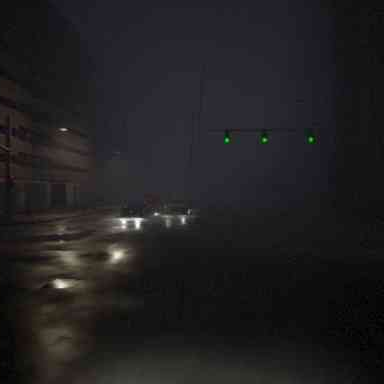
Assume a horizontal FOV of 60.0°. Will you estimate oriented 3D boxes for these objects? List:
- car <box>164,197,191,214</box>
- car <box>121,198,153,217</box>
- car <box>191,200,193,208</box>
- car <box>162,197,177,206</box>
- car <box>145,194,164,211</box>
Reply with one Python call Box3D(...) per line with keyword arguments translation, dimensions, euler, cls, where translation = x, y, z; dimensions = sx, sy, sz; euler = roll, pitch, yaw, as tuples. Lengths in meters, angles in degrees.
Box3D(translation=(-1.470, 1.478, 35.625), dimensions=(1.882, 1.535, 5.008), euler=(0, 0, 3), cls="car")
Box3D(translation=(-5.238, 1.564, 31.129), dimensions=(1.994, 1.385, 4.181), euler=(0, 0, 3), cls="car")
Box3D(translation=(-0.869, 1.547, 46.085), dimensions=(2.033, 1.411, 5.357), euler=(0, 0, 4), cls="car")
Box3D(translation=(-3.793, 1.565, 55.736), dimensions=(1.994, 1.385, 4.181), euler=(0, 0, 3), cls="car")
Box3D(translation=(-4.724, 1.222, 40.471), dimensions=(2.150, 2.045, 5.566), euler=(0, 0, 3), cls="car")
